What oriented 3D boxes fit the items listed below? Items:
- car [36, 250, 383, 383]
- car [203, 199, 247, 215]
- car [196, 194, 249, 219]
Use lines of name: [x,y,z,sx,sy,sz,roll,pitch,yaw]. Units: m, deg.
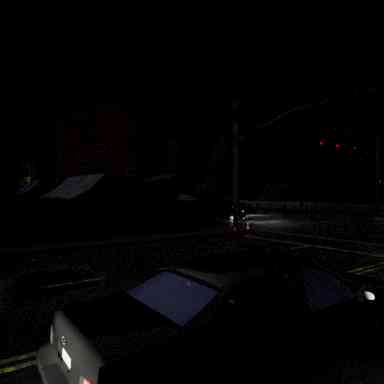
car: [0.915,1.547,4.463,5.357,1.411,2.033,0,0,-35]
car: [3.268,1.526,34.291,1.812,1.442,4.674,0,0,-37]
car: [2.508,1.221,29.455,2.150,2.045,5.566,0,0,-37]
